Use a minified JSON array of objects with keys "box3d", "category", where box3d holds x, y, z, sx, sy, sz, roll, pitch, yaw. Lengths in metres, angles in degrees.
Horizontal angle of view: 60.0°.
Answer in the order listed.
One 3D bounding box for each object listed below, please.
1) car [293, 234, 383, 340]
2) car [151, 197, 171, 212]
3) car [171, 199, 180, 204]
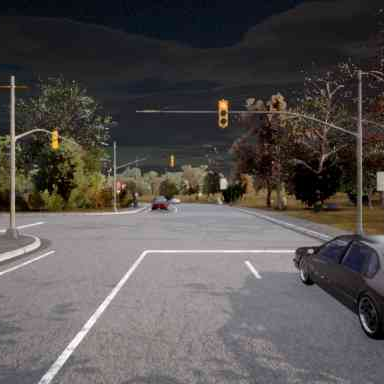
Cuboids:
[{"box3d":[3.609,1.547,6.472,2.033,1.411,5.357,0,0,0],"category":"car"},{"box3d":[-3.855,1.647,40.203,1.895,1.301,4.718,0,0,-2],"category":"car"},{"box3d":[-4.423,2.365,83.323,1.812,1.442,4.674,0,-1,-22],"category":"car"}]
